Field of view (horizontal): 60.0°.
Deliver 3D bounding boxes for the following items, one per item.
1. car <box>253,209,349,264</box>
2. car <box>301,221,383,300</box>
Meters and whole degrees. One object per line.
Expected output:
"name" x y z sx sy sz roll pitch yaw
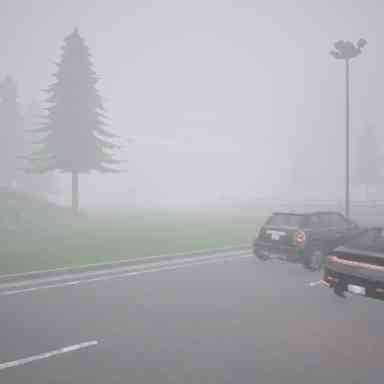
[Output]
"car" 4.191 1.352 11.033 4.553 1.767 2.097 0 0 -35
"car" 4.837 1.490 7.195 4.902 1.511 2.128 0 0 -35
